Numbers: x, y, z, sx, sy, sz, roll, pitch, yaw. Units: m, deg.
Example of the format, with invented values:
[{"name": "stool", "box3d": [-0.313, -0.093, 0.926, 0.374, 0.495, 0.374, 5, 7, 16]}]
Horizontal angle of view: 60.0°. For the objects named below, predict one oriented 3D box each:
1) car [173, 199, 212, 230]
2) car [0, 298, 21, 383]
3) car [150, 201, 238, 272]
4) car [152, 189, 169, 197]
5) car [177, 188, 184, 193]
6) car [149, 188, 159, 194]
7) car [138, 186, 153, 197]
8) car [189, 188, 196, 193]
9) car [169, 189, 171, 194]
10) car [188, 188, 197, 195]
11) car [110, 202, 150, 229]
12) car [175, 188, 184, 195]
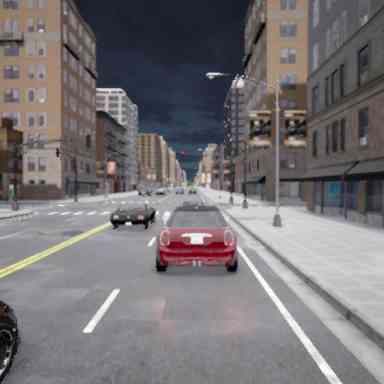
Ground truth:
[{"name": "car", "box3d": [0.062, 1.183, 18.909, 1.994, 1.385, 4.181, 0, 1, 1]}, {"name": "car", "box3d": [-3.143, 1.510, 2.479, 1.994, 1.385, 4.181, 0, 1, 0]}, {"name": "car", "box3d": [0.128, 1.145, 10.204, 2.097, 1.767, 4.553, 0, 1, 0]}, {"name": "car", "box3d": [-6.320, 0.228, 67.724, 1.895, 1.301, 4.718, 0, 1, 0]}, {"name": "car", "box3d": [-3.008, -0.439, 90.522, 1.812, 1.442, 4.674, 0, 1, 0]}, {"name": "car", "box3d": [-9.527, -0.177, 83.639, 2.033, 1.411, 5.357, 0, 1, 0]}, {"name": "car", "box3d": [-9.570, -0.147, 67.722, 2.150, 2.045, 5.566, 0, 1, 0]}, {"name": "car", "box3d": [0.242, -0.438, 90.513, 1.812, 1.442, 4.674, 0, 1, 0]}, {"name": "car", "box3d": [-6.278, -0.157, 83.287, 1.994, 1.385, 4.181, 0, 1, 0]}, {"name": "car", "box3d": [0.215, -0.275, 80.481, 2.097, 1.767, 4.553, 0, 1, 0]}, {"name": "car", "box3d": [-3.100, 1.227, 18.539, 1.895, 1.301, 4.718, 0, 1, 0]}, {"name": "car", "box3d": [-3.035, -0.079, 80.524, 1.994, 1.385, 4.181, 0, 1, 0]}]
